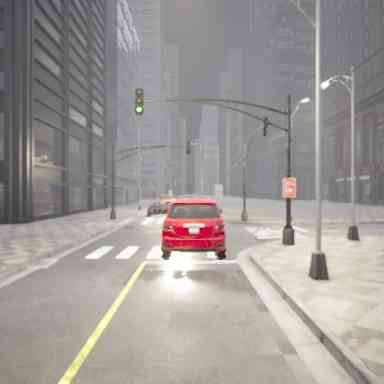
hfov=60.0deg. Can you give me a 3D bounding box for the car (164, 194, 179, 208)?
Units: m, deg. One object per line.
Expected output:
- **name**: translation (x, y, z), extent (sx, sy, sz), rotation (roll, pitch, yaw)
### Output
- **car**: translation (-3.277, 1.382, 53.606), extent (2.150, 2.045, 5.566), rotation (0, 0, -1)

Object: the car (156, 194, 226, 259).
- **car**: translation (0.055, 1.257, 12.908), extent (2.150, 2.045, 5.566), rotation (0, 0, 0)

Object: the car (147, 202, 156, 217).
- **car**: translation (-3.208, 1.658, 32.491), extent (1.994, 1.385, 4.181), rotation (0, 0, 0)

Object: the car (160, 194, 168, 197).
- **car**: translation (-3.245, 1.347, 42.865), extent (2.150, 2.045, 5.566), rotation (0, 0, -1)
